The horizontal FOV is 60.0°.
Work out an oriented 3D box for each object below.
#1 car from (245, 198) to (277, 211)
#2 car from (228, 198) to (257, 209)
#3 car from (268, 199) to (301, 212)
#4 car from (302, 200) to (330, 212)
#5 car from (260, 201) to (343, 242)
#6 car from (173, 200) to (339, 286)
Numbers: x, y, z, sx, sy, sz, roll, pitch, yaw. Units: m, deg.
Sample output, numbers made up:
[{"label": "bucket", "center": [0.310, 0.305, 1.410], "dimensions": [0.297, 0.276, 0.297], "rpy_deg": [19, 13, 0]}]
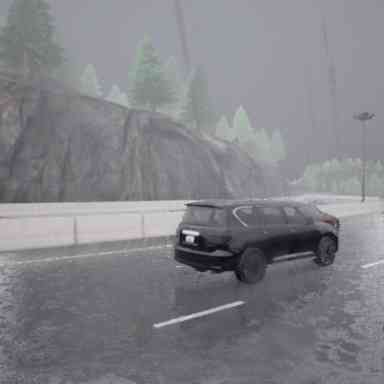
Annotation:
[{"label": "car", "center": [9.438, 1.646, 45.415], "dimensions": [2.128, 1.511, 4.902], "rpy_deg": [0, 0, 42]}, {"label": "car", "center": [7.404, 1.668, 48.370], "dimensions": [1.837, 1.490, 4.892], "rpy_deg": [0, 0, 42]}, {"label": "car", "center": [12.063, 1.642, 43.103], "dimensions": [2.128, 1.511, 4.902], "rpy_deg": [0, 0, 42]}, {"label": "car", "center": [15.630, 1.715, 41.836], "dimensions": [1.994, 1.385, 4.181], "rpy_deg": [0, 0, 42]}, {"label": "car", "center": [5.828, 1.415, 17.447], "dimensions": [4.553, 1.767, 2.097], "rpy_deg": [0, 0, -40]}, {"label": "car", "center": [2.068, 1.255, 9.827], "dimensions": [5.566, 2.045, 2.150], "rpy_deg": [0, 0, -38]}]
